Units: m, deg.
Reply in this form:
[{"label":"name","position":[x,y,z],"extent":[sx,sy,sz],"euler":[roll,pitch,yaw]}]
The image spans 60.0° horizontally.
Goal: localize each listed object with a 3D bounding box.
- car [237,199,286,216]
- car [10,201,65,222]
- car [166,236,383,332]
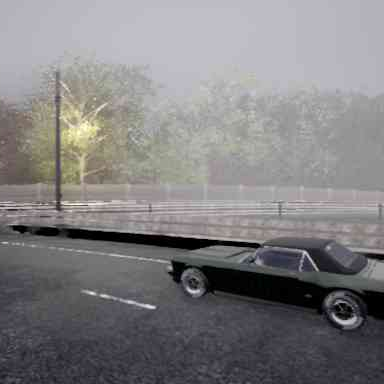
[{"label":"car","position":[6.677,1.455,32.131],"extent":[4.902,1.511,2.128],"euler":[0,0,-19]},{"label":"car","position":[-12.912,1.482,26.943],"extent":[4.902,1.511,2.128],"euler":[-1,0,-13]},{"label":"car","position":[1.787,1.582,6.789],"extent":[4.718,1.301,1.895],"euler":[0,0,34]}]
